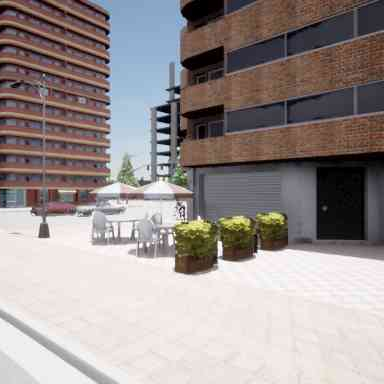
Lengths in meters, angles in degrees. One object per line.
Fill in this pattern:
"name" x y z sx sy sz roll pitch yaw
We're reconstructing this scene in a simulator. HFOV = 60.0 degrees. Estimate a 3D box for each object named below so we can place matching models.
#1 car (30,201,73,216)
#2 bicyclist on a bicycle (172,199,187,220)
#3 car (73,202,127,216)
"car" -13.650 1.619 32.927 1.994 1.385 4.181 0 0 42
"bicyclist on a bicycle" -0.968 1.356 25.431 1.656 1.620 0.582 0 0 41
"car" -8.796 1.656 32.821 1.895 1.301 4.718 0 0 41
